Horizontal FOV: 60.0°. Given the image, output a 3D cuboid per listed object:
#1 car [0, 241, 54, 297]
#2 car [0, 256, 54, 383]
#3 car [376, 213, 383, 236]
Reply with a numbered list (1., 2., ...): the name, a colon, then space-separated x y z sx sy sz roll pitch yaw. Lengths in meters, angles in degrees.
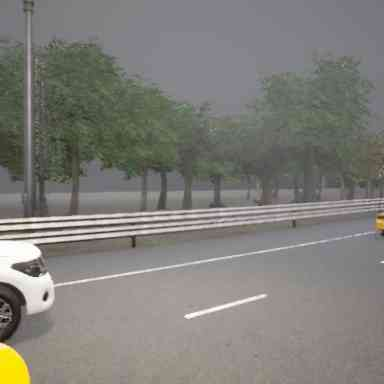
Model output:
1. car: -4.931 1.223 4.527 5.566 2.045 2.150 0 0 -36
2. car: -3.387 1.479 1.328 5.008 1.535 1.882 0 0 -36
3. car: 10.590 1.258 15.604 5.008 1.535 1.882 -1 1 -35
